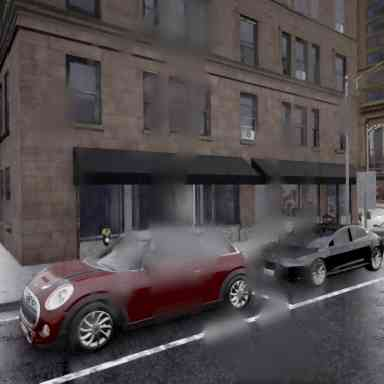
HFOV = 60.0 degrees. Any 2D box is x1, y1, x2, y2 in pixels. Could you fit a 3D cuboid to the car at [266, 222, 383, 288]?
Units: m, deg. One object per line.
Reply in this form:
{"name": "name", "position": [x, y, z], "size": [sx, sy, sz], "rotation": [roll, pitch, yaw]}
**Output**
{"name": "car", "position": [3.622, 1.564, 9.247], "size": [4.313, 1.339, 1.947], "rotation": [0, -1, -36]}

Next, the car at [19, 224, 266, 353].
{"name": "car", "position": [-0.859, 1.440, 6.049], "size": [4.097, 1.590, 1.967], "rotation": [0, -1, -36]}
